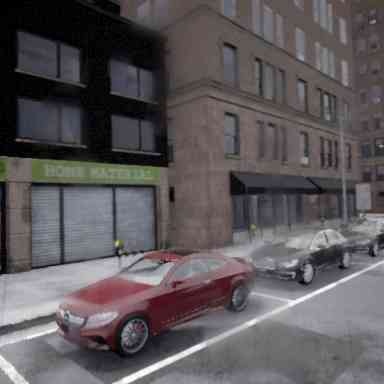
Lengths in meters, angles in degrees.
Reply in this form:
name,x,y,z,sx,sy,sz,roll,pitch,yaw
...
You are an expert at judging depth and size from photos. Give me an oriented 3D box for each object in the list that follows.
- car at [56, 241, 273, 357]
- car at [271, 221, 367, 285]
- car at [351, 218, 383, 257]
name,x,y,z,sx,sy,sz,roll,pitch,yaw
car,-0.422,1.831,6.503,4.206,1.307,1.802,0,-3,-44
car,3.451,1.812,10.285,4.403,1.369,2.008,0,-3,-44
car,7.324,1.823,14.067,4.403,1.369,2.008,0,-3,-44
